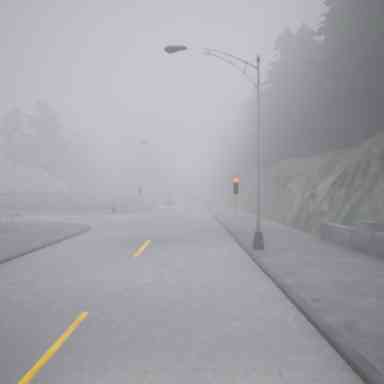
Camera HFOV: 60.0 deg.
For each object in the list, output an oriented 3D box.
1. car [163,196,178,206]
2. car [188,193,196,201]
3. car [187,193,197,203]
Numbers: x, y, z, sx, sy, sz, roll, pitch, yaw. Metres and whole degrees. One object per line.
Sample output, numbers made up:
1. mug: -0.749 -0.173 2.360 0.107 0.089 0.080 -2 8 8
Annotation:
1. car: -4.046 1.632 58.800 1.837 1.490 4.892 0 0 0
2. car: -0.002 1.297 85.921 2.150 2.045 5.566 0 0 0
3. car: -0.002 1.515 75.825 2.097 1.767 4.553 0 0 0
